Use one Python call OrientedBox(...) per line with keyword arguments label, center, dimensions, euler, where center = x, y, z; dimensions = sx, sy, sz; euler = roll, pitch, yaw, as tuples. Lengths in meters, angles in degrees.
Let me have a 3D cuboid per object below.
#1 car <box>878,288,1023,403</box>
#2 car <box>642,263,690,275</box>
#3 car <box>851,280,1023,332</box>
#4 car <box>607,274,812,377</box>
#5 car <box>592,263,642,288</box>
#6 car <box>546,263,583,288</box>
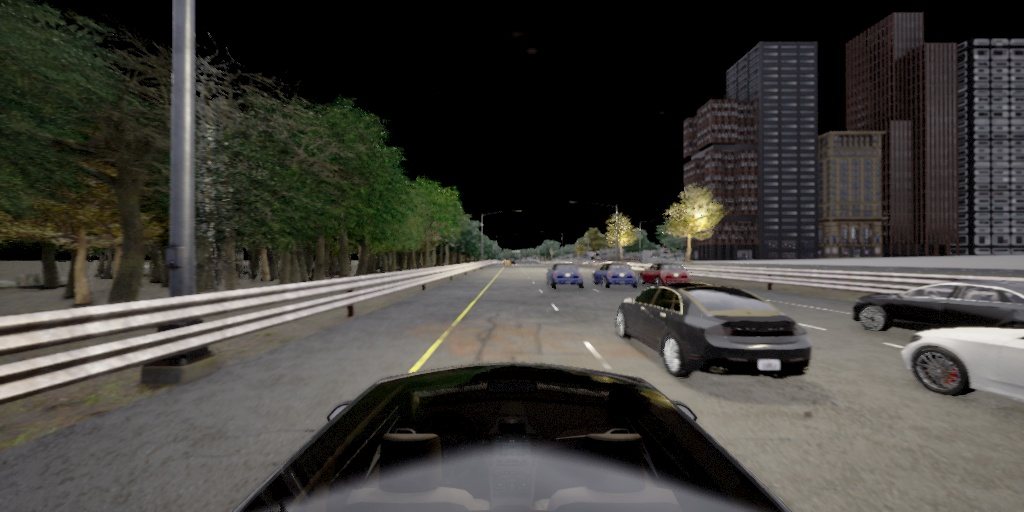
OrientedBox(label="car", center=(7.099, 1.291, 3.690), dimensions=(1.812, 1.442, 4.674), euler=(0, 0, 0))
OrientedBox(label="car", center=(10.604, 1.268, 25.271), dimensions=(2.097, 1.767, 4.553), euler=(0, 0, 0))
OrientedBox(label="car", center=(10.602, 1.292, 8.198), dimensions=(2.128, 1.511, 4.902), euler=(0, 0, 0))
OrientedBox(label="car", center=(3.602, 1.300, 7.447), dimensions=(1.837, 1.490, 4.892), euler=(0, -1, 0))
OrientedBox(label="car", center=(7.105, 1.268, 25.265), dimensions=(2.097, 1.767, 4.553), euler=(0, 0, 0))
OrientedBox(label="car", center=(3.605, 1.269, 25.265), dimensions=(2.097, 1.767, 4.553), euler=(0, 0, 0))
